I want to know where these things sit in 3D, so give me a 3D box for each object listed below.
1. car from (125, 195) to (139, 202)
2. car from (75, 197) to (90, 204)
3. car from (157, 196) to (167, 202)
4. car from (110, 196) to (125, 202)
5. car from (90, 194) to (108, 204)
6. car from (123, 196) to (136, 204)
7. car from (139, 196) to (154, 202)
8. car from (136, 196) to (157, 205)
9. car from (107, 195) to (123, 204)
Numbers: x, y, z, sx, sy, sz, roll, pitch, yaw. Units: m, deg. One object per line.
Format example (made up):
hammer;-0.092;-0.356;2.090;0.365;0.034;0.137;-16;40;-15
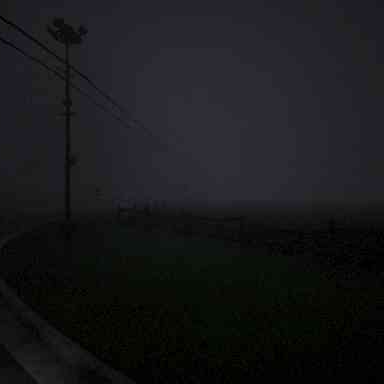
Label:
car;-14.001;1.553;77.857;1.882;1.535;5.008;0;0;7
car;-22.169;1.772;68.326;2.033;1.411;5.357;0;0;7
car;-7.002;1.722;77.434;1.837;1.490;4.892;0;0;7
car;-17.476;1.638;78.266;1.994;1.385;4.181;0;0;7
car;-18.633;1.737;68.425;1.812;1.442;4.674;0;0;7
car;-11.741;1.713;67.100;1.837;1.490;4.892;0;0;7
car;-10.524;1.604;77.449;2.033;1.411;5.357;0;0;7
car;-8.603;1.714;62.958;1.812;1.442;4.674;0;0;7
car;-15.168;1.770;67.922;1.994;1.385;4.181;0;0;7
